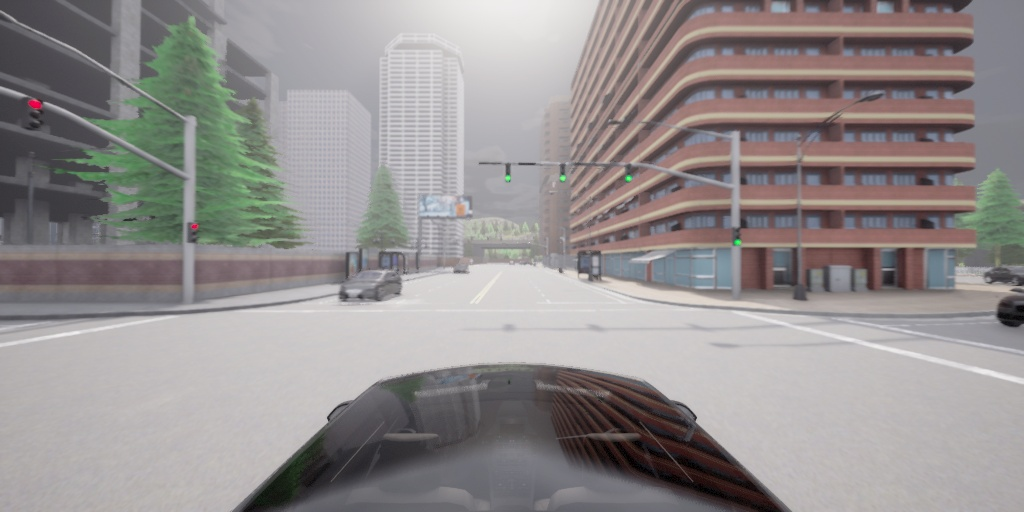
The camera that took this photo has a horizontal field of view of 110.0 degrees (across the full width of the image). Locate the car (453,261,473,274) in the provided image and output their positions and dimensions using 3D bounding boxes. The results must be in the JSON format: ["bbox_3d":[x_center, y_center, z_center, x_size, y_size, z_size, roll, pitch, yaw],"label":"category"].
[{"bbox_3d":[-6.999,1.817,49.814,1.837,1.490,4.892,0,1,0],"label":"car"}]

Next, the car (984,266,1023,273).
[{"bbox_3d":[39.346,1.557,27.881,1.837,1.490,4.892,0,-1,28],"label":"car"}]

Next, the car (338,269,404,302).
[{"bbox_3d":[-7.007,1.466,18.263,2.128,1.511,4.902,0,0,0],"label":"car"}]

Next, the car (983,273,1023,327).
[{"bbox_3d":[16.237,1.329,10.107,4.892,1.490,1.837,0,-1,-15],"label":"car"}]
